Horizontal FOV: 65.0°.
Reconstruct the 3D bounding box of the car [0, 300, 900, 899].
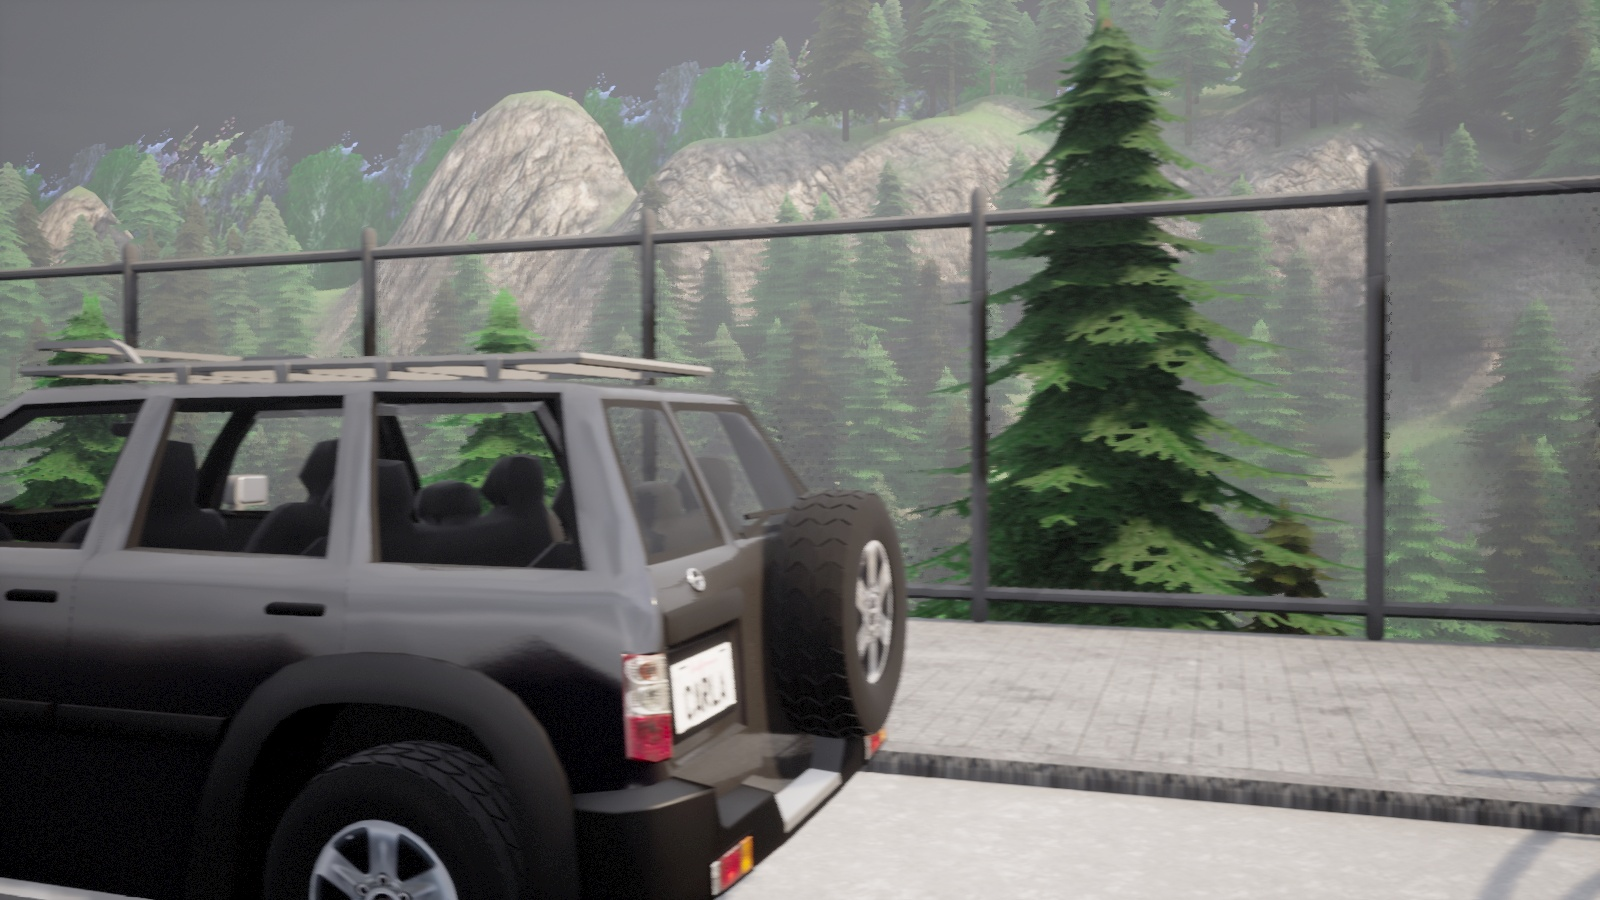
[{"bbox_3d":[-2.129,0.564,4.432,4.605,1.855,1.932,1,1,19],"label":"car"}]
